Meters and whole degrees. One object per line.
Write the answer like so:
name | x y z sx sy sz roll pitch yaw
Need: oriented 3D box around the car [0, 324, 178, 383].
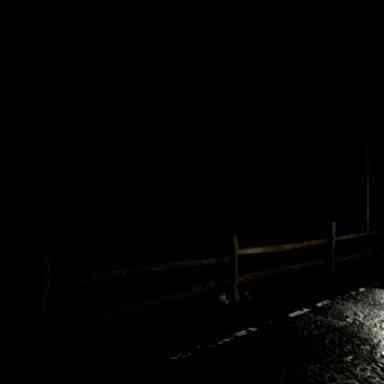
car | -2.429 1.547 1.220 5.357 1.411 2.033 0 0 -37
